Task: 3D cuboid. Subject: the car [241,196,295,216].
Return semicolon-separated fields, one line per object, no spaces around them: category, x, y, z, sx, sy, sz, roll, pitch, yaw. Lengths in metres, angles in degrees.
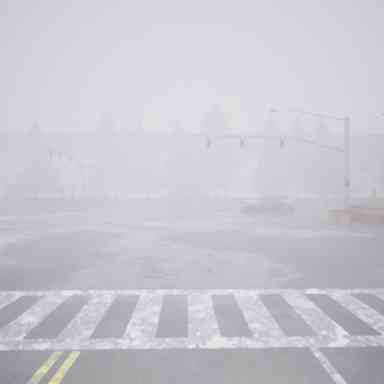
car;7.205;1.466;31.941;5.008;1.535;1.882;0;0;-2

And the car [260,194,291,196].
car;8.095;1.210;35.468;5.566;2.045;2.150;0;0;-2
